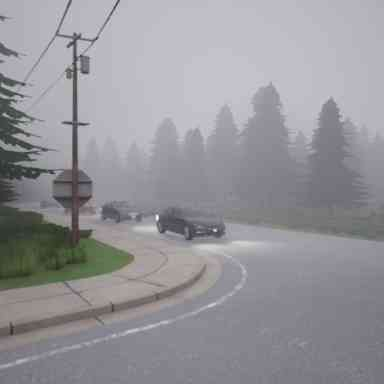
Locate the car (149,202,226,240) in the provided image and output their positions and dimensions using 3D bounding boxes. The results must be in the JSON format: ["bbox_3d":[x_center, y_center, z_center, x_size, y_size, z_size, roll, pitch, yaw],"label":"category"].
[{"bbox_3d":[-0.216,1.461,16.878,1.837,1.490,4.892,0,0,-31],"label":"car"}]

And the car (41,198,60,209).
[{"bbox_3d":[-19.437,1.490,45.518,1.812,1.442,4.674,0,0,-34],"label":"car"}]

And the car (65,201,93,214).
[{"bbox_3d":[-11.304,1.316,33.607,2.097,1.767,4.553,0,0,-35],"label":"car"}]

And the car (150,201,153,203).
[{"bbox_3d":[-4.044,1.517,29.524,1.994,1.385,4.181,0,0,-34],"label":"car"}]

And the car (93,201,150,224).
[{"bbox_3d":[-5.354,1.446,24.845,2.128,1.511,4.902,0,0,-34],"label":"car"}]
